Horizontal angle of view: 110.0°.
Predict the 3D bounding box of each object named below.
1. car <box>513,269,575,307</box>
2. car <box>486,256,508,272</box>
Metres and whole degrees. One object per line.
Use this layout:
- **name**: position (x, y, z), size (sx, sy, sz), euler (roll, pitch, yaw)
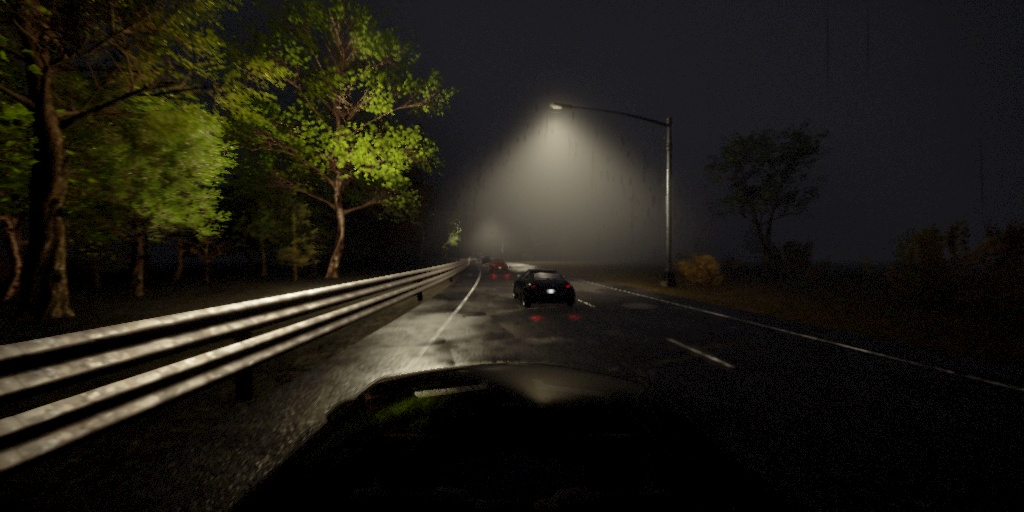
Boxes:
- **car**: position (1.195, 1.224, 14.912), size (1.994, 1.385, 4.181), euler (0, 0, -6)
- **car**: position (-1.513, 1.012, 39.238), size (1.812, 1.442, 4.674), euler (0, 0, -6)
